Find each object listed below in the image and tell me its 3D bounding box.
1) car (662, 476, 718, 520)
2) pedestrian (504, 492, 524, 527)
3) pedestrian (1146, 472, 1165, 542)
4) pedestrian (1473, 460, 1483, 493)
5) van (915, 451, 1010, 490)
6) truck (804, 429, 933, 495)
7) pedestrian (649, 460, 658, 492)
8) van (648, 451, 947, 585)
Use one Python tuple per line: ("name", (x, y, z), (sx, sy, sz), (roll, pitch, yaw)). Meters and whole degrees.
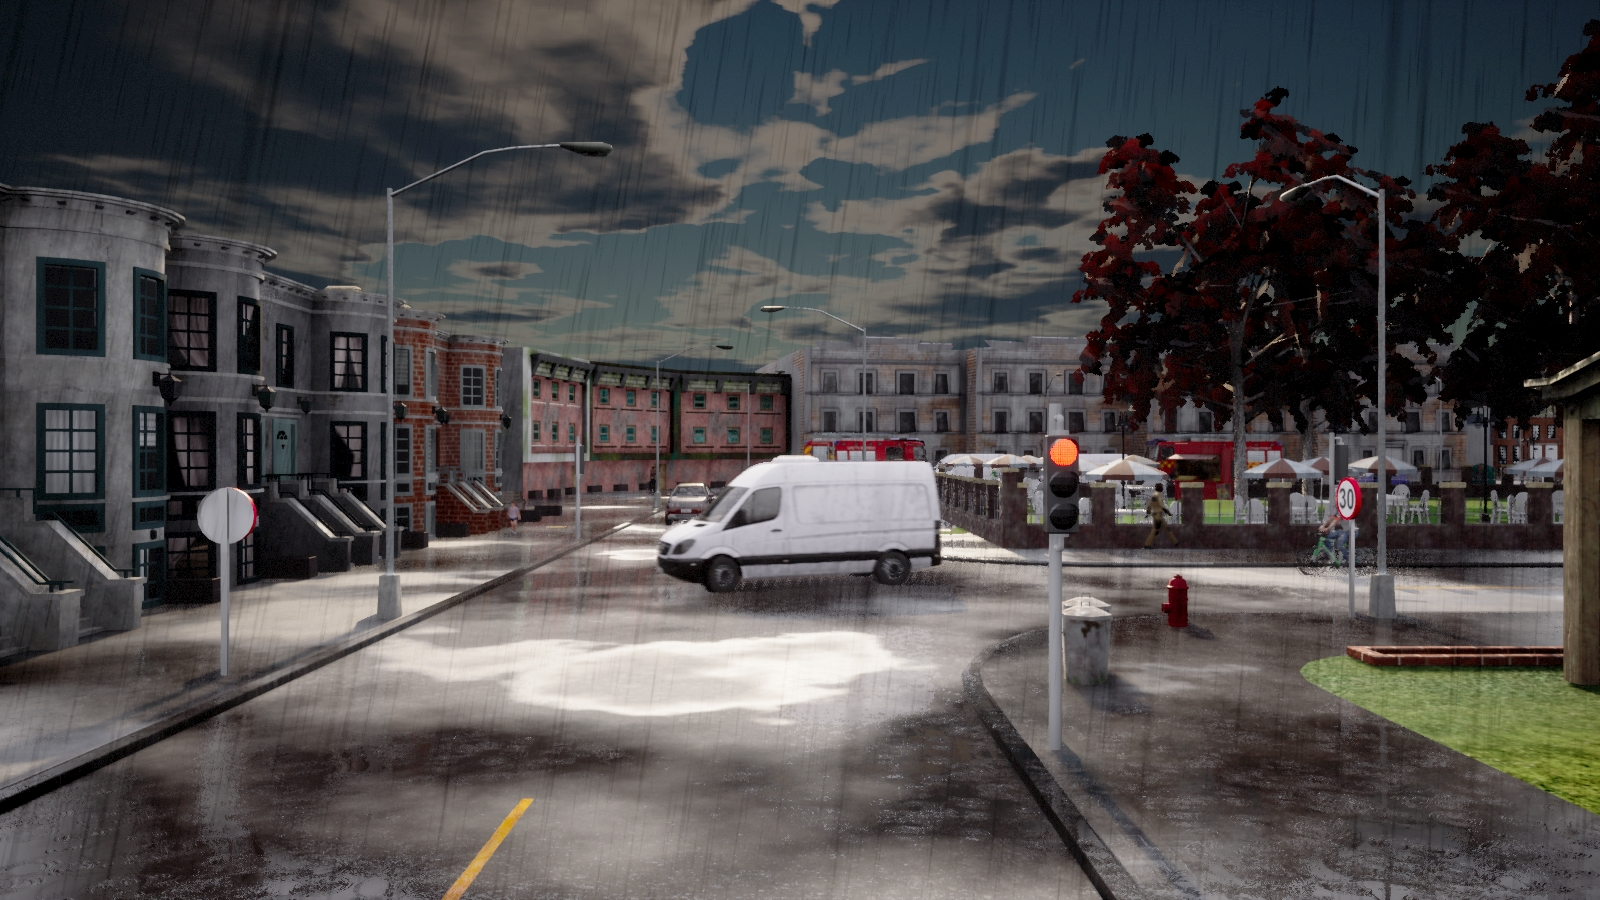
("car", (-4.154, 1.806, 43.645), (1.789, 1.549, 3.705), (0, 0, 0))
("pedestrian", (-9.125, 1.904, 36.480), (0.500, 1.100, 0.500), (0, 0, 2))
("pedestrian", (9.504, 1.517, 30.549), (0.375, 1.860, 0.375), (0, 0, 0))
("pedestrian", (39.061, 1.524, 65.840), (0.375, 1.860, 0.375), (0, 0, 6))
("van", (10.550, 1.314, 74.428), (5.915, 2.561, 1.988), (0, 0, 0))
("truck", (4.295, 0.672, 70.228), (8.468, 3.827, 2.891), (0, 0, -43))
("pedestrian", (-8.520, 1.525, 66.360), (0.375, 1.860, 0.375), (0, 0, 21))
("van", (-0.046, 1.314, 23.834), (5.915, 2.561, 1.988), (0, -1, -20))
